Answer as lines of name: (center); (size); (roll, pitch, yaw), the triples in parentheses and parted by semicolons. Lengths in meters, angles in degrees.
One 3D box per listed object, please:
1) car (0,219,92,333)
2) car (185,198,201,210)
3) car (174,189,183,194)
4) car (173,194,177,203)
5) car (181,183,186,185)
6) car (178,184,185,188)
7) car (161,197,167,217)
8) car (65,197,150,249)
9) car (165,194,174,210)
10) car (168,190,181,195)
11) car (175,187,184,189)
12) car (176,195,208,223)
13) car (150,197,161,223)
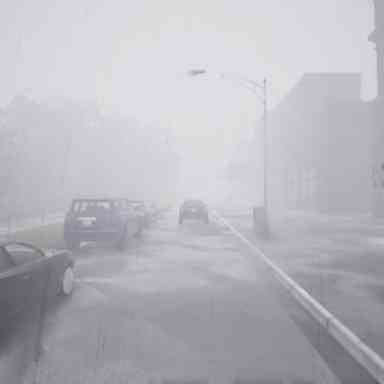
car: (-3.650, 1.494, 5.624); (2.097, 1.535, 5.008); (0, 0, 2)
car: (0.109, 1.475, 42.931); (1.994, 1.385, 4.181); (0, 0, 0)
car: (-3.618, 0.705, 69.493); (1.946, 1.575, 5.366); (1, 3, 2)
car: (-3.643, 1.413, 45.220); (2.002, 1.452, 4.674); (0, 0, 2)
car: (-3.638, -0.697, 91.897); (2.185, 1.767, 4.553); (0, 4, 2)
car: (-3.638, -0.345, 86.337); (2.185, 1.767, 4.553); (0, 4, 2)
car: (-3.657, 1.499, 27.835); (2.163, 1.488, 4.792); (-1, 1, 2)
car: (-3.647, 1.212, 14.577); (2.435, 2.045, 5.566); (0, 0, 2)
car: (-3.637, 1.402, 39.083); (1.946, 1.575, 5.366); (0, 1, 2)
car: (-3.617, 0.996, 58.475); (2.185, 1.767, 4.553); (2, 2, 2)
car: (-3.620, 0.443, 75.227); (2.231, 1.521, 4.892); (1, 3, 2)
car: (0.106, 1.315, 25.332); (2.097, 1.767, 4.553); (0, 0, 0)
car: (-3.648, 1.331, 22.231); (2.185, 1.767, 4.553); (0, 1, 2)
